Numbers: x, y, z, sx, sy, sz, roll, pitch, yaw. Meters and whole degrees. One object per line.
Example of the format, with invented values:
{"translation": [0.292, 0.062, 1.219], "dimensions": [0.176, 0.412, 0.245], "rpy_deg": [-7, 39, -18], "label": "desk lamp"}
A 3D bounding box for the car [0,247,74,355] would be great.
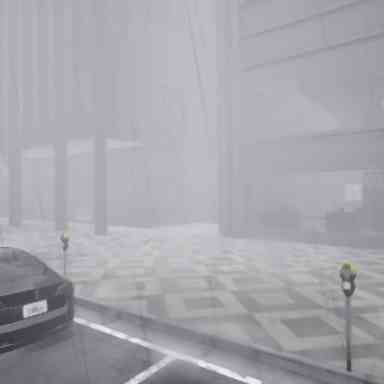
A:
{"translation": [-3.794, 1.619, 5.672], "dimensions": [4.313, 1.339, 1.947], "rpy_deg": [-1, 0, 36], "label": "car"}
